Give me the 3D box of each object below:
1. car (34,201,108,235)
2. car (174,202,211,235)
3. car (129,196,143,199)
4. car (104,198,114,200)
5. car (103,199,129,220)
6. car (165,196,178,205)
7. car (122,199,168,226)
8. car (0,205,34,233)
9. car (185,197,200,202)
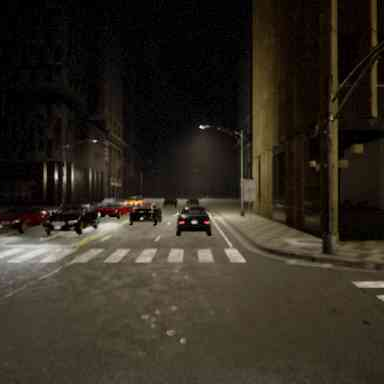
[{"bbox_3d":[-6.599,1.471,18.804,2.128,1.511,4.902,0,0,0],"label":"car"},{"bbox_3d":[0.099,1.531,18.756,2.033,1.411,5.357,0,0,0],"label":"car"},{"bbox_3d":[-6.542,1.293,38.271,2.097,1.767,4.553,0,0,0],"label":"car"},{"bbox_3d":[-9.771,1.483,39.875,2.033,1.411,5.357,0,0,0],"label":"car"},{"bbox_3d":[-6.592,1.564,28.068,1.895,1.301,4.718,0,0,0],"label":"car"},{"bbox_3d":[-3.155,1.396,49.939,1.882,1.535,5.008,0,0,0],"label":"car"},{"bbox_3d":[-3.153,1.465,23.299,2.128,1.511,4.902,0,0,0],"label":"car"},{"bbox_3d":[-9.846,1.503,19.416,1.812,1.442,4.674,0,0,0],"label":"car"},{"bbox_3d":[0.095,1.416,47.680,2.128,1.511,4.902,0,0,0],"label":"car"}]
